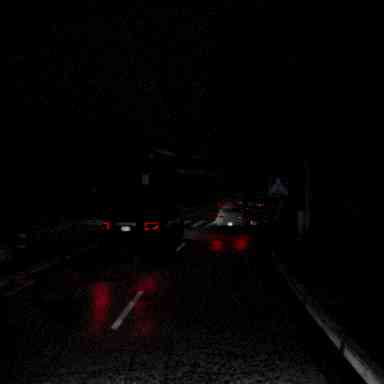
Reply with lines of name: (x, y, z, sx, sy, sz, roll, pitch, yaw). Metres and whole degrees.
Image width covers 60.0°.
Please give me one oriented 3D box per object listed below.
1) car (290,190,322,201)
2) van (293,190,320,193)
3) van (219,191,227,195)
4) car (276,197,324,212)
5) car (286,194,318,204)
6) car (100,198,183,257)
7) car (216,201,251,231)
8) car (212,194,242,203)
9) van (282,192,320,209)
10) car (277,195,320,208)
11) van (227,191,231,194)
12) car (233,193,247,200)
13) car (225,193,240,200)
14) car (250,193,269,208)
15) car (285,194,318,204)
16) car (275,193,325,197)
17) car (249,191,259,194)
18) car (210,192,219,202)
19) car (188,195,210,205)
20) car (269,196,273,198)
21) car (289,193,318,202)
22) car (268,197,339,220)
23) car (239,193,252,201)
car: (22.086, 0.650, 64.455, 5.566, 2.045, 2.435, 0, 0, 24)
van: (10.117, 1.116, 31.046, 4.442, 1.987, 1.878, -1, 0, 16)
van: (4.837, 0.928, 66.064, 1.878, 1.987, 4.442, -1, 0, 23)
car: (11.747, 1.326, 36.273, 4.792, 1.488, 2.163, -1, 0, 17)
car: (17.930, 1.063, 54.216, 4.892, 1.521, 2.231, -1, 1, 21)
car: (-1.769, 1.257, 13.371, 2.150, 2.045, 5.566, -1, 0, 8)
car: (2.594, 1.504, 20.461, 1.812, 1.442, 4.674, -1, 0, 12)
car: (4.021, 1.381, 37.492, 1.882, 1.535, 5.008, -1, 0, 18)
van: (13.485, 1.015, 41.309, 4.442, 1.987, 1.878, -1, 0, 18)
car: (14.061, 1.208, 44.000, 5.366, 1.575, 1.946, -1, 1, 19)
van: (7.013, 0.864, 71.157, 1.878, 1.987, 4.442, -1, 0, 25)
car: (11.758, 1.063, 81.320, 2.002, 1.452, 4.674, -1, 0, 26)
car: (9.377, 1.085, 76.315, 2.002, 1.452, 4.674, -1, 0, 25)
car: (9.164, 1.308, 43.512, 1.837, 1.490, 4.892, -1, 1, 19)
car: (16.999, 1.131, 51.648, 4.792, 1.488, 2.163, -1, 1, 21)
car: (9.486, 1.235, 28.359, 4.553, 1.767, 2.185, -1, 0, 16)
car: (16.785, 0.790, 91.157, 2.435, 2.045, 5.566, -1, -1, 29)
car: (2.786, 1.260, 61.008, 2.163, 1.488, 4.792, -1, 1, 22)
car: (0.833, 1.304, 55.874, 2.097, 1.535, 5.008, -1, 1, 21)
car: (11.022, 1.069, 33.641, 5.566, 2.045, 2.435, -1, 0, 17)
car: (19.964, 1.003, 59.421, 4.792, 1.488, 2.163, -1, 1, 23)
car: (8.678, 1.380, 25.726, 4.892, 1.521, 2.231, -1, 0, 16)
car: (6.932, 1.314, 46.668, 1.837, 1.490, 4.892, -1, 1, 20)
